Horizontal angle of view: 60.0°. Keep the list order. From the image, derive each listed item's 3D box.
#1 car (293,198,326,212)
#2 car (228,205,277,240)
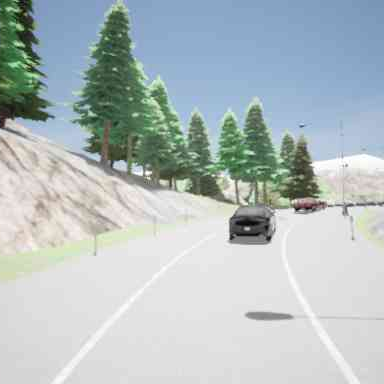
[{"bbox_3d":[11.519,1.255,32.384,1.895,1.301,4.718,-3,-1,37],"label":"car"},{"bbox_3d":[3.088,1.378,16.492,1.882,1.535,5.008,-1,0,18],"label":"car"}]
